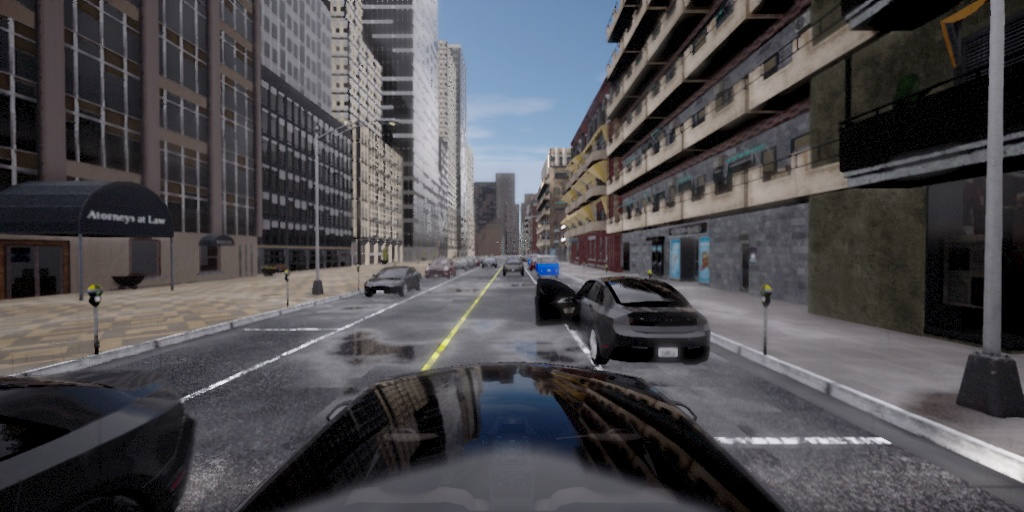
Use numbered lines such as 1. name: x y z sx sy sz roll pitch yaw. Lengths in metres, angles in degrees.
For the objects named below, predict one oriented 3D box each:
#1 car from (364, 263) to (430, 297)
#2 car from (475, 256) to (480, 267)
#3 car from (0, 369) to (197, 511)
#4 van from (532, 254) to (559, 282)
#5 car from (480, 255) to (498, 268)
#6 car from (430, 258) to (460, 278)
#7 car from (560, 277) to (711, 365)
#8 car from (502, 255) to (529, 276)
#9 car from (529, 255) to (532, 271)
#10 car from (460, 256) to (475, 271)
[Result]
1. car: -5.647 1.152 17.555 1.948 1.339 4.313 0 0 0
2. car: -5.570 0.868 45.168 2.007 1.370 4.403 0 0 0
3. car: -3.103 1.268 0.424 1.837 1.490 4.892 0 1 0
4. van: 2.765 0.817 28.577 1.690 1.789 3.998 0 0 0
5. car: -2.875 0.832 46.887 1.812 1.442 4.674 0 0 0
6. car: -5.616 0.916 28.601 1.967 1.591 4.097 0 0 0
7. car: 2.372 1.191 7.856 1.837 1.490 4.892 0 1 0
8. car: 0.145 0.934 32.226 2.128 1.511 4.902 0 1 1
9. car: 2.796 0.916 39.621 1.888 1.381 4.507 0 0 0
10. car: -5.586 0.920 39.645 2.007 1.370 4.403 0 0 0
